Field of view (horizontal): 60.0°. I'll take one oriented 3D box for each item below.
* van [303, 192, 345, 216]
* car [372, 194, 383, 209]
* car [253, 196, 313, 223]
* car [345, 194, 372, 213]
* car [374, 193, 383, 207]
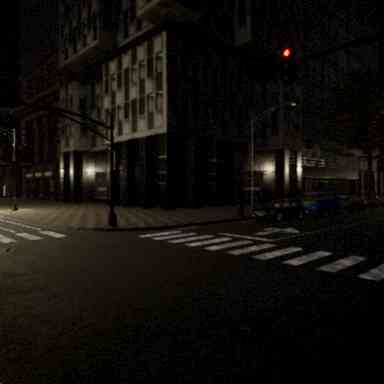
[{"bbox_3d":[9.910,0.881,25.736,3.998,1.788,1.690,-1,1,-43],"label":"van"},{"bbox_3d":[18.006,0.909,33.282,4.829,1.417,1.752,-1,1,-43],"label":"car"},{"bbox_3d":[5.801,1.170,21.909,4.403,1.369,2.008,-1,1,-43],"label":"car"},{"bbox_3d":[13.896,0.988,29.452,4.829,1.417,1.752,-1,1,-43],"label":"car"},{"bbox_3d":[22.241,0.854,37.228,4.403,1.369,2.008,-1,1,-43],"label":"car"}]
